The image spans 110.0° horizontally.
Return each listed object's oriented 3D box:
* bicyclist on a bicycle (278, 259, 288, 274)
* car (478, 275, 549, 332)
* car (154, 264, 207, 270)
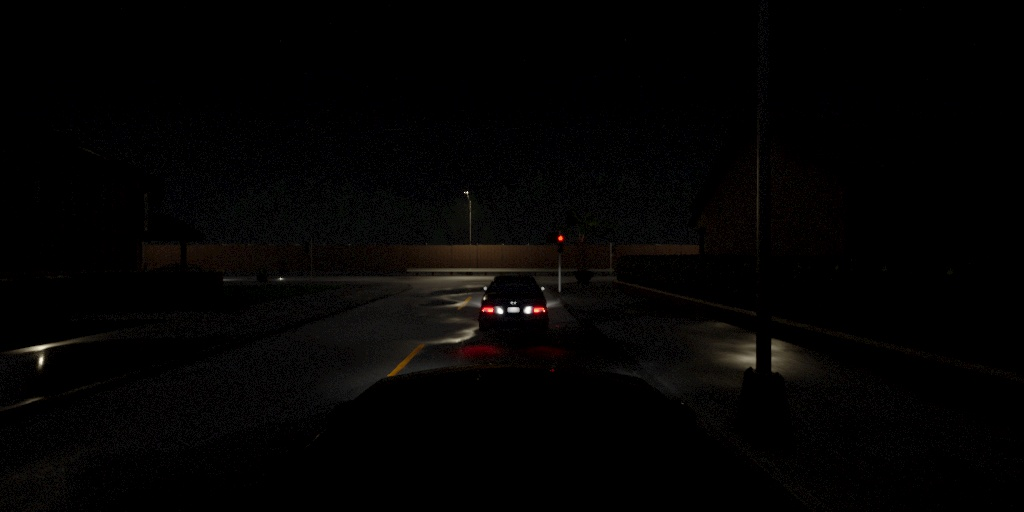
[{"bbox_3d":[-23.971,1.083,37.490,0.582,1.620,1.656,0,0,0],"label":"bicyclist on a bicycle"},{"bbox_3d":[0.058,1.293,10.835,2.033,1.411,5.357,0,0,1],"label":"car"},{"bbox_3d":[-26.538,1.301,29.093,4.181,1.385,1.994,0,0,0],"label":"car"}]
